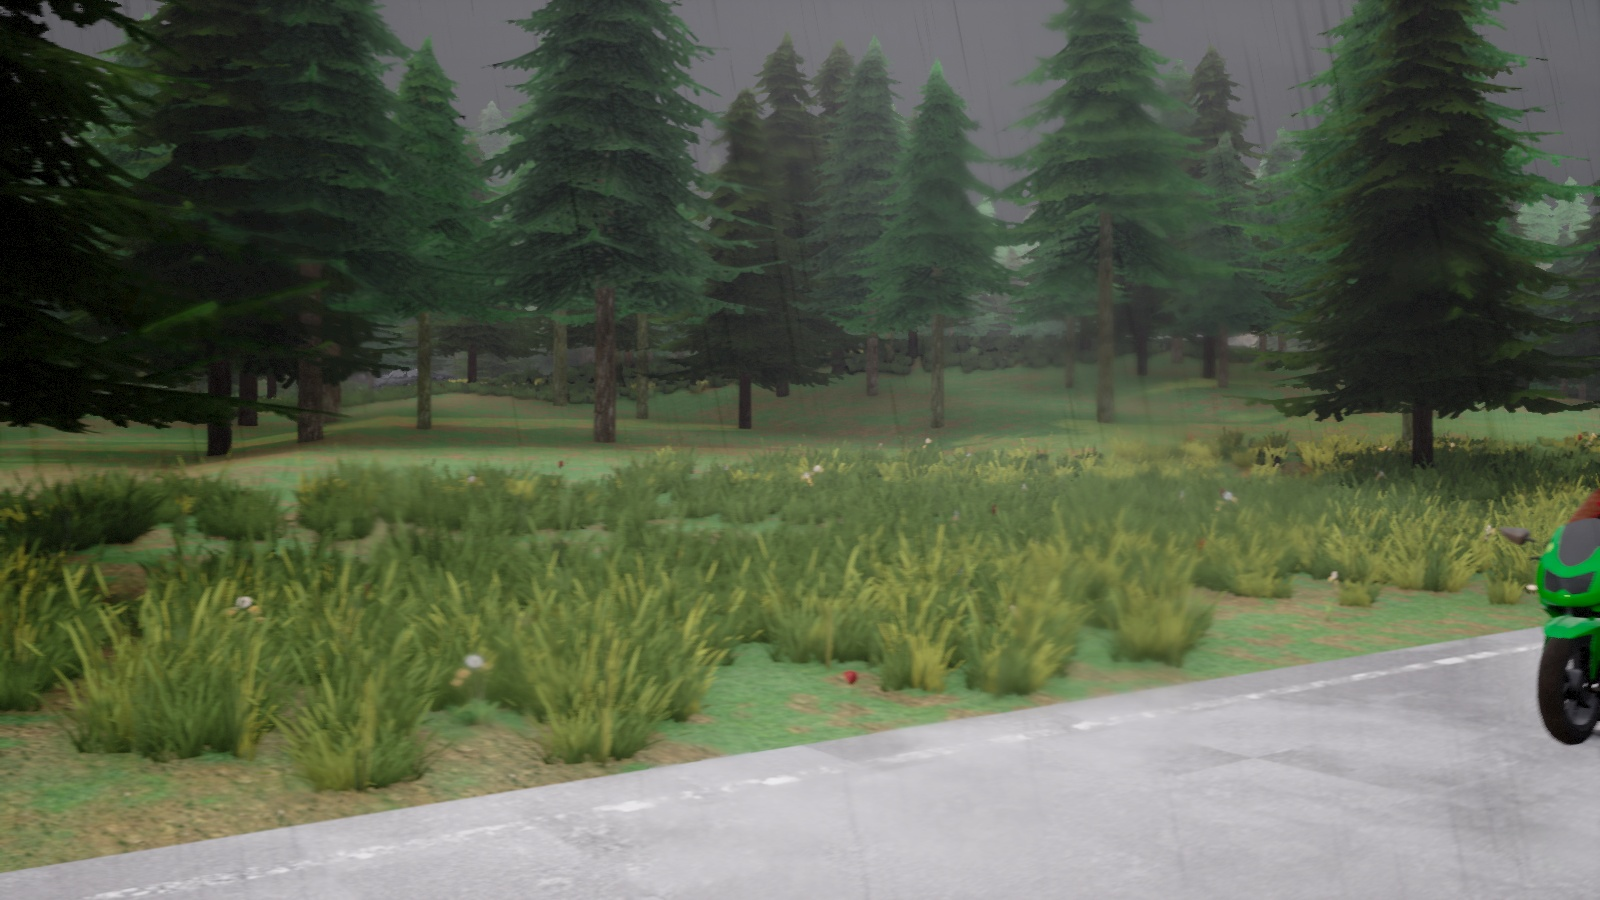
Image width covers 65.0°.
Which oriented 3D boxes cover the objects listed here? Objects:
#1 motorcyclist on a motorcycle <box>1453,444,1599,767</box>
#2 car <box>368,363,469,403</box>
[{"bbox_3d":[4.444,0.734,6.752,2.044,1.523,0.797,0,0,-35],"label":"motorcyclist on a motorcycle"},{"bbox_3d":[-20.394,-3.548,67.183,4.892,1.490,1.837,-6,-2,16],"label":"car"}]
